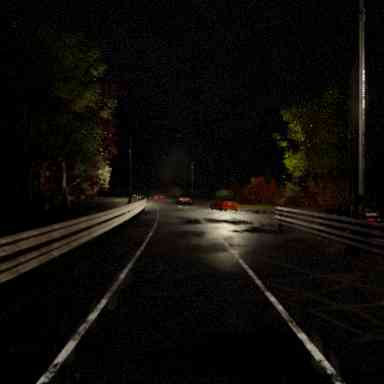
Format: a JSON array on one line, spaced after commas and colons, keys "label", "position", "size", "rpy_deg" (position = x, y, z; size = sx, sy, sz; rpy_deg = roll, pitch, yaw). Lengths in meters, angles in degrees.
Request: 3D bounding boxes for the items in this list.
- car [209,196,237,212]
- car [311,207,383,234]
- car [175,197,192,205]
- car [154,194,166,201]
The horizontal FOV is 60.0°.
[{"label": "car", "position": [3.603, 1.365, 39.099], "size": [2.097, 1.767, 4.553], "rpy_deg": [1, 0, -16]}, {"label": "car", "position": [9.155, 1.639, 19.959], "size": [1.837, 1.490, 4.892], "rpy_deg": [0, 0, -16]}, {"label": "car", "position": [-1.466, 1.575, 56.403], "size": [1.895, 1.301, 4.718], "rpy_deg": [0, 0, -16]}, {"label": "car", "position": [-7.461, 1.252, 76.993], "size": [2.097, 1.767, 4.553], "rpy_deg": [0, 0, -16]}]
